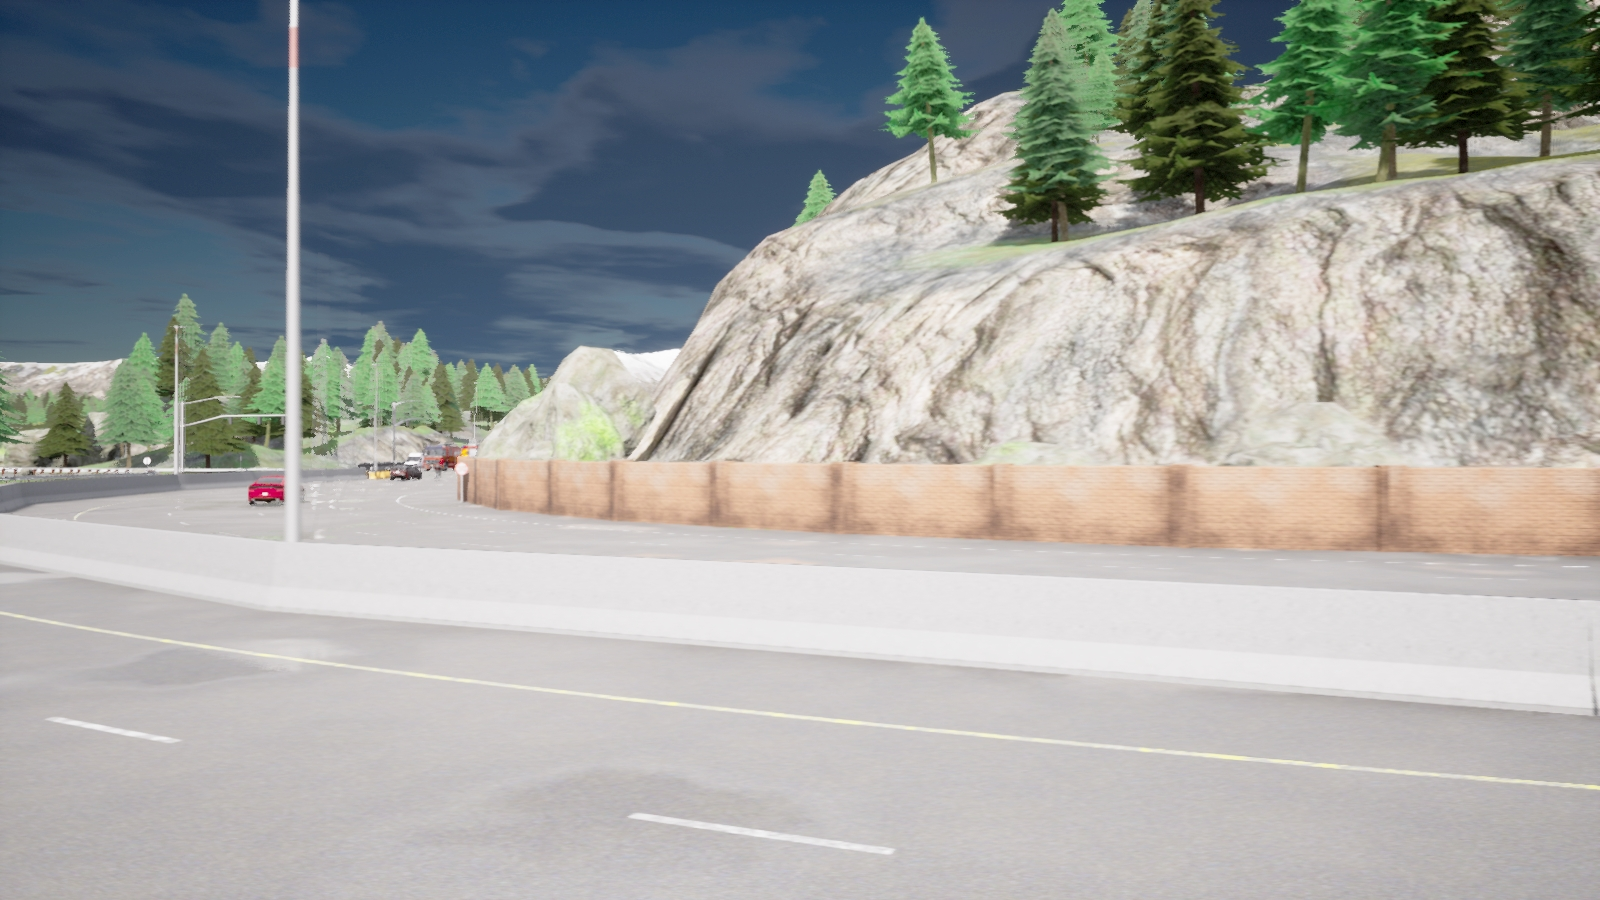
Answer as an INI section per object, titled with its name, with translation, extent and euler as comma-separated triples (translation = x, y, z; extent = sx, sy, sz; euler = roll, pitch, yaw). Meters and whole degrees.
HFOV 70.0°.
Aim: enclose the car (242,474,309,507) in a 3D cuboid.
[car]
translation = -27.681, 2.099, 60.519
extent = 2.097, 1.535, 5.006
euler = 0, 0, -11
